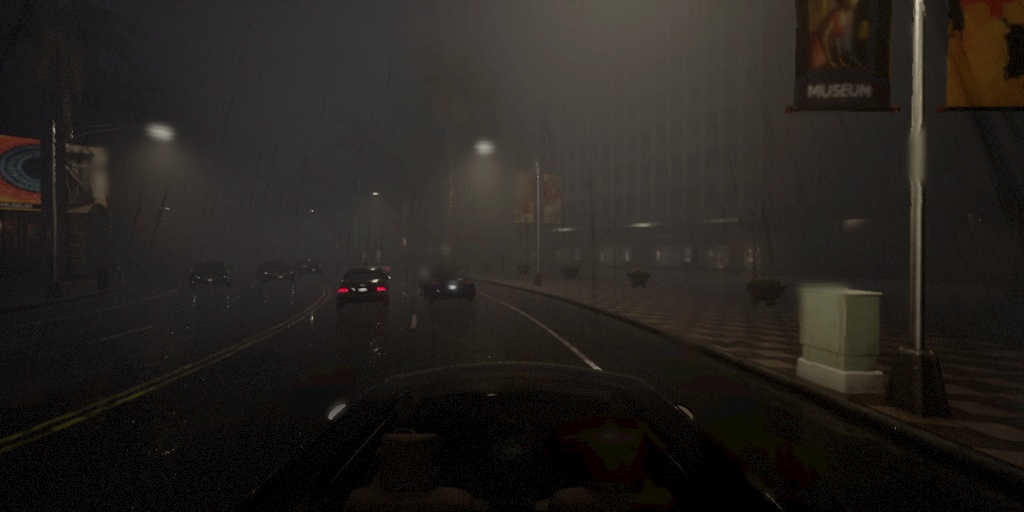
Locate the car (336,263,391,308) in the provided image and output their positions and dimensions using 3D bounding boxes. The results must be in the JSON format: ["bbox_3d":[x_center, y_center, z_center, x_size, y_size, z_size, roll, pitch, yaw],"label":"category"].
[{"bbox_3d":[-6.033,1.196,14.745,2.033,1.411,5.357,0,0,-20],"label":"car"}]

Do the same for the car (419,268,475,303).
[{"bbox_3d":[-2.987,1.202,16.030,1.994,1.385,4.181,0,0,-19],"label":"car"}]

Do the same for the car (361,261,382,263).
[{"bbox_3d":[-12.356,1.121,31.216,1.895,1.301,4.718,0,1,-41],"label":"car"}]

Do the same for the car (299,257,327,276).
[{"bbox_3d":[-19.001,1.032,33.156,1.812,1.442,4.674,0,0,-43],"label":"car"}]

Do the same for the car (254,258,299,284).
[{"bbox_3d":[-16.747,1.092,25.393,1.812,1.442,4.674,0,1,-41],"label":"car"}]

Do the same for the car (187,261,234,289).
[{"bbox_3d":[-18.420,1.098,21.965,1.837,1.490,4.892,0,0,-40],"label":"car"}]
